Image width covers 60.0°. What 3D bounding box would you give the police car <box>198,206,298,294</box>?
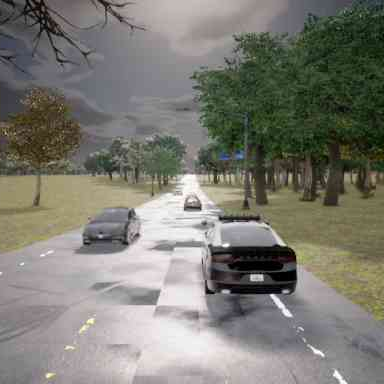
[{"bbox_3d":[1.228,1.411,8.869,1.930,1.638,5.238,0,0,0],"label":"police car"}]

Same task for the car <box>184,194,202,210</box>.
[{"bbox_3d":[0.085,1.265,37.023,1.994,1.385,4.181,0,1,0],"label":"car"}]

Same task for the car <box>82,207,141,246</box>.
[{"bbox_3d":[-3.494,1.463,15.170,1.837,1.490,4.892,0,0,0],"label":"car"}]

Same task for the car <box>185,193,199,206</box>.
[{"bbox_3d":[0.045,0.990,46.981,1.882,1.535,5.008,0,1,1],"label":"car"}]

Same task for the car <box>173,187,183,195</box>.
[{"bbox_3d":[-3.468,-0.255,81.307,2.150,2.045,5.566,0,2,0],"label":"car"}]
